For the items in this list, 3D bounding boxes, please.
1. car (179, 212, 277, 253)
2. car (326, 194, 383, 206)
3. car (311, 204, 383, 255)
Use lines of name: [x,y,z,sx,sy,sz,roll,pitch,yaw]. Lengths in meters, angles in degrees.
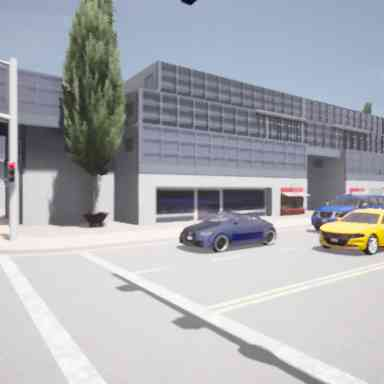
car: [1.550,1.536,13.658,4.181,1.385,1.994,0,0,-35]
car: [9.212,1.164,19.020,5.566,2.045,2.150,0,0,-35]
car: [7.113,1.436,13.282,5.008,1.535,1.882,0,0,-35]
